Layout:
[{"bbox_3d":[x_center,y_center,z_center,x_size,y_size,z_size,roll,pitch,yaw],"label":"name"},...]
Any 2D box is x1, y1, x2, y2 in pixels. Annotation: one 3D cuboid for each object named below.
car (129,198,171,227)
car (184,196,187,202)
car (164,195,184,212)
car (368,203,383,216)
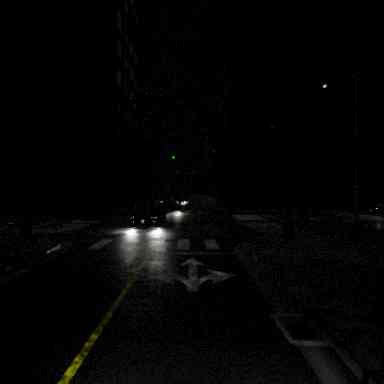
[{"bbox_3d":[-2.711,1.398,21.404,1.837,1.490,4.892,0,0,2],"label":"car"},{"bbox_3d":[-2.040,1.209,62.997,1.994,1.385,4.181,0,1,0],"label":"car"},{"bbox_3d":[-2.225,1.080,35.215,2.097,1.767,4.553,0,0,1],"label":"car"},{"bbox_3d":[17.787,1.324,28.770,4.674,1.442,1.812,0,0,0],"label":"car"}]
